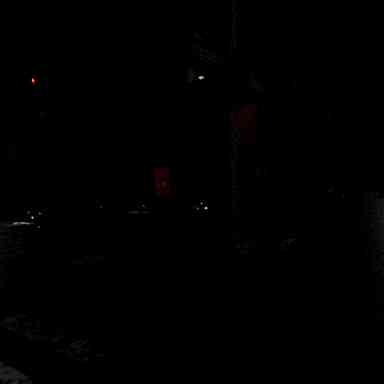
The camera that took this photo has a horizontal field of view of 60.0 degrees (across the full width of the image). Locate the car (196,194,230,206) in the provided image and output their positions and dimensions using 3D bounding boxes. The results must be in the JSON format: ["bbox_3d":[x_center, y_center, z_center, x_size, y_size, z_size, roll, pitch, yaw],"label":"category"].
[{"bbox_3d":[2.656,0.896,40.739,2.033,1.411,5.357,0,1,36],"label":"car"}]

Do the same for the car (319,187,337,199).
[{"bbox_3d":[24.948,0.107,61.049,2.150,2.045,5.566,0,1,35],"label":"car"}]

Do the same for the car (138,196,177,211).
[{"bbox_3d":[-3.286,1.090,32.221,1.994,1.385,4.181,0,1,35],"label":"car"}]

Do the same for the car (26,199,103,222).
[{"bbox_3d":[-8.988,1.249,24.050,2.033,1.411,5.357,0,1,35],"label":"car"}]

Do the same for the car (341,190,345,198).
[{"bbox_3d":[28.200,0.379,60.022,1.837,1.490,4.892,0,1,34],"label":"car"}]
